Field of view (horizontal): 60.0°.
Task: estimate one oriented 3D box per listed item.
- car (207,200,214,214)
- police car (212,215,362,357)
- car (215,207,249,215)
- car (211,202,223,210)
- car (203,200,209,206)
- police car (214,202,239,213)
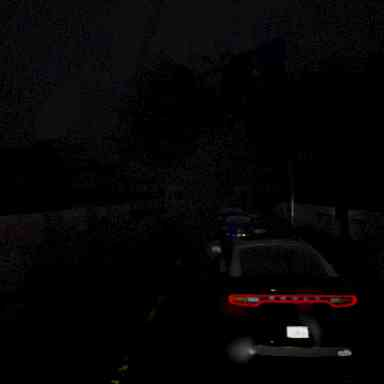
[{"bbox_3d":[3.365,2.146,43.611,1.994,1.385,4.181,-1,-1,6],"label":"car"},{"bbox_3d":[1.441,1.490,6.531,1.930,1.638,5.238,-1,-1,4],"label":"police car"},{"bbox_3d":[2.168,1.710,16.398,1.812,1.442,4.674,-1,-1,4],"label":"car"},{"bbox_3d":[4.308,2.352,56.700,1.994,1.385,4.181,-1,-1,4],"label":"car"},{"bbox_3d":[4.186,2.910,92.510,2.097,1.767,4.553,-1,-1,4],"label":"car"},{"bbox_3d":[2.615,1.687,22.495,1.930,1.638,5.238,-1,-1,4],"label":"police car"}]
